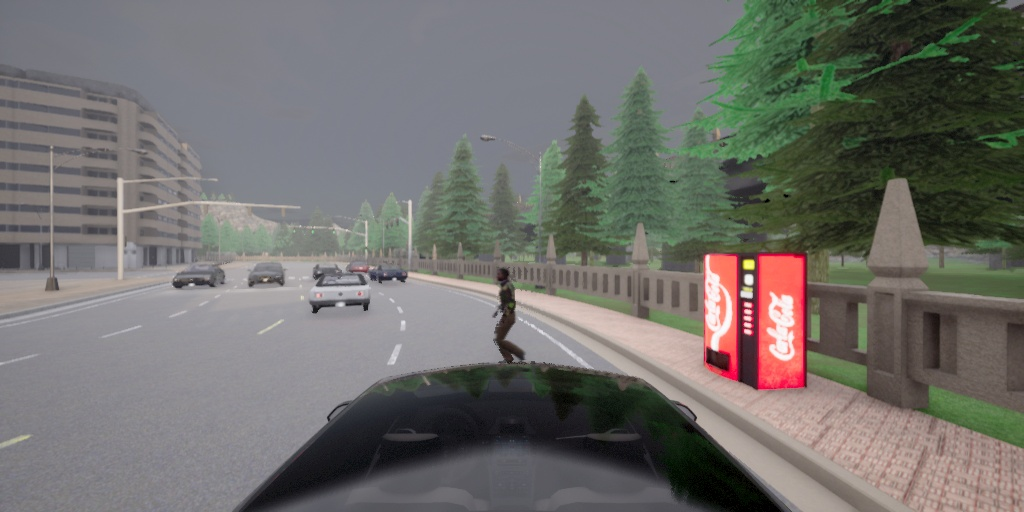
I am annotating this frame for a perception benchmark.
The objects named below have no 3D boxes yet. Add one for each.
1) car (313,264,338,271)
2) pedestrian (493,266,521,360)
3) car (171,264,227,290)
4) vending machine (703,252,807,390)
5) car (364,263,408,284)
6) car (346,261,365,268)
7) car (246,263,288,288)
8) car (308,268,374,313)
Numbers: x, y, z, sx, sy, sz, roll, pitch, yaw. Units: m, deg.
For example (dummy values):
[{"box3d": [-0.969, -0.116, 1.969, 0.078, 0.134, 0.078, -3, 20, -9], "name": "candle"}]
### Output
[{"box3d": [-15.209, 1.265, 29.326, 1.895, 1.301, 4.718, 0, 0, -31], "name": "car"}, {"box3d": [-0.097, 1.029, 6.396, 0.375, 1.860, 0.375, 0, 0, -10], "name": "pedestrian"}, {"box3d": [-19.489, 1.234, 22.606, 2.033, 1.411, 5.357, 0, 0, -30], "name": "car"}, {"box3d": [3.650, 0.933, 5.485, 1.100, 2.100, 0.880, 0, 0, -7], "name": "vending machine"}, {"box3d": [-9.186, 1.274, 26.294, 1.895, 1.301, 4.718, 0, 0, -32], "name": "car"}, {"box3d": [-16.363, 1.199, 38.069, 1.994, 1.385, 4.181, 0, 0, -31], "name": "car"}, {"box3d": [-15.951, 1.189, 23.494, 1.837, 1.490, 4.892, 0, 0, -30], "name": "car"}, {"box3d": [-6.589, 1.313, 13.971, 1.895, 1.301, 4.718, 0, 0, -23], "name": "car"}]
